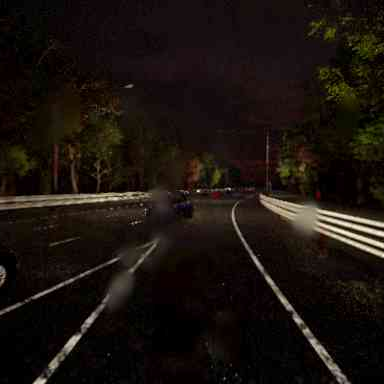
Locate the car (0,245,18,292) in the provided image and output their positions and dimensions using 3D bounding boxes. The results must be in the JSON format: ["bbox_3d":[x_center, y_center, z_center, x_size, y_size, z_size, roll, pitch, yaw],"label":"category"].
[{"bbox_3d":[-5.224,1.384,5.623,1.837,1.490,4.892,1,1,13],"label":"car"}]

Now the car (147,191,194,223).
[{"bbox_3d":[-1.306,0.988,22.162,2.097,1.767,4.553,1,1,13],"label":"car"}]

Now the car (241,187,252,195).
[{"bbox_3d":[13.994,0.061,86.748,1.882,1.535,5.008,1,1,13],"label":"car"}]

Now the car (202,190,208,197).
[{"bbox_3d":[3.432,0.297,72.530,2.033,1.411,5.357,1,1,13],"label":"car"}]

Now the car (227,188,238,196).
[{"bbox_3d":[9.719,0.077,83.881,1.882,1.535,5.008,1,1,13],"label":"car"}]

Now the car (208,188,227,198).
[{"bbox_3d":[4.988,0.411,63.924,1.882,1.535,5.008,1,1,13],"label":"car"}]

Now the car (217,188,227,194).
[{"bbox_3d":[8.612,-0.259,94.386,2.097,1.767,4.553,1,1,13],"label":"car"}]

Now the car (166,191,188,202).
[{"bbox_3d":[-2.103,0.617,49.154,1.882,1.535,5.008,1,1,13],"label":"car"}]
